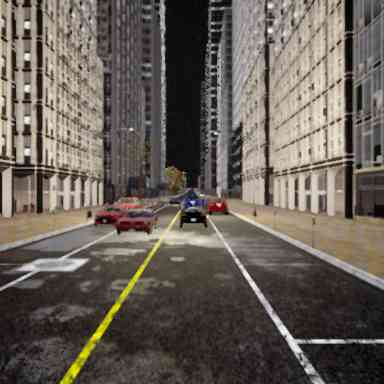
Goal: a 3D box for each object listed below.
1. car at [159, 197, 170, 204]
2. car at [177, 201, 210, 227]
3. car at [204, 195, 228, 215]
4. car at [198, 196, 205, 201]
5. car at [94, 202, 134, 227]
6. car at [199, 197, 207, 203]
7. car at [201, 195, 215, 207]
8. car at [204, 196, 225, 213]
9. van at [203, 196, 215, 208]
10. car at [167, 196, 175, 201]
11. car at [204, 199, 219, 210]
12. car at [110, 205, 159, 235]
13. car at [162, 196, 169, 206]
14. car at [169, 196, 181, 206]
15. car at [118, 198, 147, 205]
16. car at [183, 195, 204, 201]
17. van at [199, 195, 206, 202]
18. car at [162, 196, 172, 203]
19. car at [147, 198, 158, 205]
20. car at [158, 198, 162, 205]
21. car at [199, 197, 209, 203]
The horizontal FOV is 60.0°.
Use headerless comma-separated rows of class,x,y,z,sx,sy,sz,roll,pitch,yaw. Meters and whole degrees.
car,-5.684,1.766,69.339,1.752,1.417,4.829,0,0,0
car,0.101,1.623,23.507,1.812,1.442,4.674,0,0,0
car,2.692,1.455,35.316,2.192,1.841,5.009,0,0,0
car,2.700,1.830,92.300,1.887,1.381,4.507,0,0,0
car,-5.690,1.644,23.922,1.887,1.381,4.507,0,0,0
car,2.699,1.848,80.904,1.802,1.307,4.206,0,0,0
car,2.695,1.525,58.109,2.192,1.841,5.009,0,0,0
car,2.692,1.474,41.014,2.192,1.841,5.009,0,0,0
van,2.694,1.535,52.410,1.690,1.788,3.998,0,0,0
car,-5.681,1.851,92.303,1.947,1.339,4.313,0,0,0
car,2.694,1.702,46.882,1.752,1.417,4.829,0,0,0
car,-3.096,1.682,19.382,1.895,1.301,4.718,0,0,0
car,-5.686,1.761,58.112,2.008,1.369,4.403,0,0,0
car,-3.034,1.817,60.014,1.895,1.301,4.718,0,0,1
car,-5.690,1.435,29.622,2.192,1.841,5.009,0,0,0
car,0.104,1.381,40.538,2.150,2.045,5.566,0,0,0
van,2.699,1.617,86.603,1.690,1.788,3.998,0,0,0
car,-5.684,1.694,75.209,1.967,1.590,4.097,0,0,0
car,-5.688,1.599,41.017,1.967,1.590,4.097,0,0,0
car,-5.687,1.617,46.716,1.967,1.590,4.097,0,0,0
car,2.698,1.805,75.207,2.008,1.369,4.403,0,0,0
